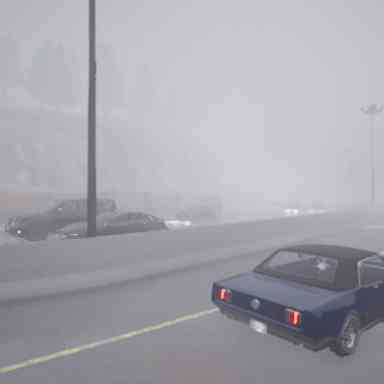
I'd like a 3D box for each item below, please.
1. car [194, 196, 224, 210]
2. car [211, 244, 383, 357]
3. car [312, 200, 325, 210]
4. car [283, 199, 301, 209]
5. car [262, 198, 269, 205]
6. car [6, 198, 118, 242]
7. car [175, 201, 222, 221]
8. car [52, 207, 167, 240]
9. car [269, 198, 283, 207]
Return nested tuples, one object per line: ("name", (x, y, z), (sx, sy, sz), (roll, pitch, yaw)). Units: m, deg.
("car", (1.626, 1.468, 37.154), (2.150, 2.045, 5.566), (0, -1, 30))
("car", (2.671, 1.643, 6.146), (4.718, 1.301, 1.895), (0, 0, -39))
("car", (19.122, 1.938, 50.265), (1.895, 1.301, 4.718), (0, 0, 22))
("car", (15.810, 1.834, 51.413), (2.128, 1.511, 4.902), (0, 0, 22))
("car", (16.328, 1.991, 71.236), (1.812, 1.442, 4.674), (0, 0, 22))
("car", (-6.317, 1.331, 17.044), (5.566, 2.045, 2.150), (0, 0, -40))
("car", (0.417, 1.756, 29.245), (1.994, 1.385, 4.181), (0, 0, 37))
("car", (-3.395, 1.602, 15.049), (4.892, 1.490, 1.837), (0, 0, -41))
("car", (15.972, 1.883, 61.024), (1.882, 1.535, 5.008), (0, 0, 22))
